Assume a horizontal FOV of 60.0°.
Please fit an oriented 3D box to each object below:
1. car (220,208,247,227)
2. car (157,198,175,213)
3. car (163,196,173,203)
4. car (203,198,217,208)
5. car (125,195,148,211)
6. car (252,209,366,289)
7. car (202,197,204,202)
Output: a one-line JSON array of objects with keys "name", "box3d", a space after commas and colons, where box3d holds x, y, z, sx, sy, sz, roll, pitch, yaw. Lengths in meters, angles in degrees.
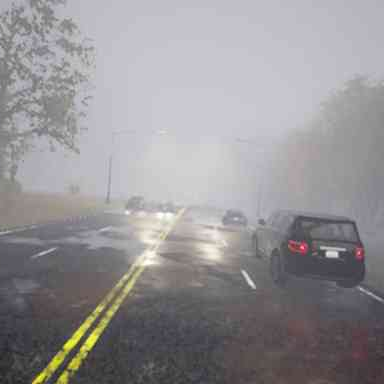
[{"name": "car", "box3d": [3.537, 2.105, 28.549, 1.994, 1.385, 4.181, 6, 1, 1]}, {"name": "car", "box3d": [-3.045, 1.621, 40.087, 2.128, 1.511, 4.902, 5, -1, 1]}, {"name": "car", "box3d": [-5.691, 1.724, 79.556, 1.994, 1.385, 4.181, 5, 0, 1]}, {"name": "car", "box3d": [3.860, 2.309, 66.094, 2.033, 1.649, 4.856, 6, -2, 1]}, {"name": "car", "box3d": [-6.292, 1.195, 38.321, 2.097, 1.767, 4.553, 5, 0, 1]}, {"name": "car", "box3d": [3.473, 1.609, 10.860, 2.150, 2.045, 5.566, 6, 0, 1]}, {"name": "car", "box3d": [4.000, 2.515, 77.073, 1.812, 1.442, 4.674, 5, 1, 1]}]
